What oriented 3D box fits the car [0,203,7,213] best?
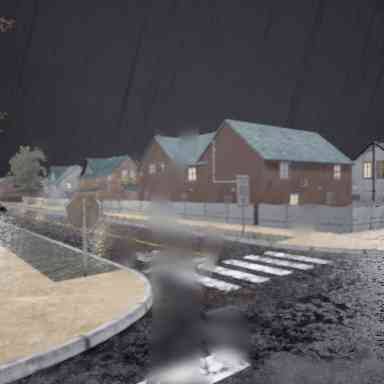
[{"bbox_3d":[-25.084,2.030,42.613,1.895,1.301,4.718,-2,1,-38],"label":"car"}]
